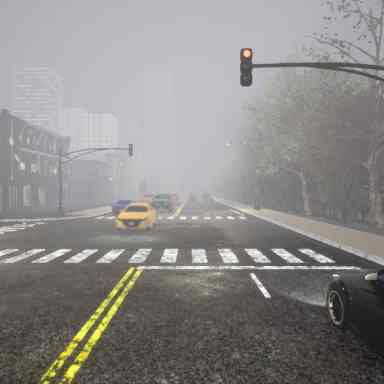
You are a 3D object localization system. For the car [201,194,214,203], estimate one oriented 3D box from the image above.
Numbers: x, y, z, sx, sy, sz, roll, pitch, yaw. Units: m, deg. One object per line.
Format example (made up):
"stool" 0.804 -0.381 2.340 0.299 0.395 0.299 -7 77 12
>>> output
"car" 3.408 1.576 66.883 1.895 1.301 4.718 0 0 0

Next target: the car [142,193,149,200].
"car" -6.550 1.204 51.889 2.150 2.045 5.566 0 0 0

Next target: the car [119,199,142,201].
"car" -6.573 1.468 32.912 1.882 1.535 5.008 0 0 0

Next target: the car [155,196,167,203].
"car" -6.441 1.536 69.183 1.994 1.385 4.181 0 0 0

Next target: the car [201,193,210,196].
"car" 3.316 1.195 76.863 2.150 2.045 5.566 0 0 0

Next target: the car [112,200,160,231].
"car" -3.332 1.473 20.799 1.882 1.535 5.008 0 0 0

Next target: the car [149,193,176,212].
"car" -3.321 1.207 38.410 2.150 2.045 5.566 0 0 0

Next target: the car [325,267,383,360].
"car" 3.353 1.563 4.245 1.994 1.385 4.181 0 0 0

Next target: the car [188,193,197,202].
"car" 0.067 1.194 78.115 2.150 2.045 5.566 0 0 0

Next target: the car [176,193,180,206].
"car" -3.294 1.203 56.194 2.150 2.045 5.566 0 0 -1

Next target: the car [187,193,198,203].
"car" 0.159 1.452 67.922 1.882 1.535 5.008 0 0 0
